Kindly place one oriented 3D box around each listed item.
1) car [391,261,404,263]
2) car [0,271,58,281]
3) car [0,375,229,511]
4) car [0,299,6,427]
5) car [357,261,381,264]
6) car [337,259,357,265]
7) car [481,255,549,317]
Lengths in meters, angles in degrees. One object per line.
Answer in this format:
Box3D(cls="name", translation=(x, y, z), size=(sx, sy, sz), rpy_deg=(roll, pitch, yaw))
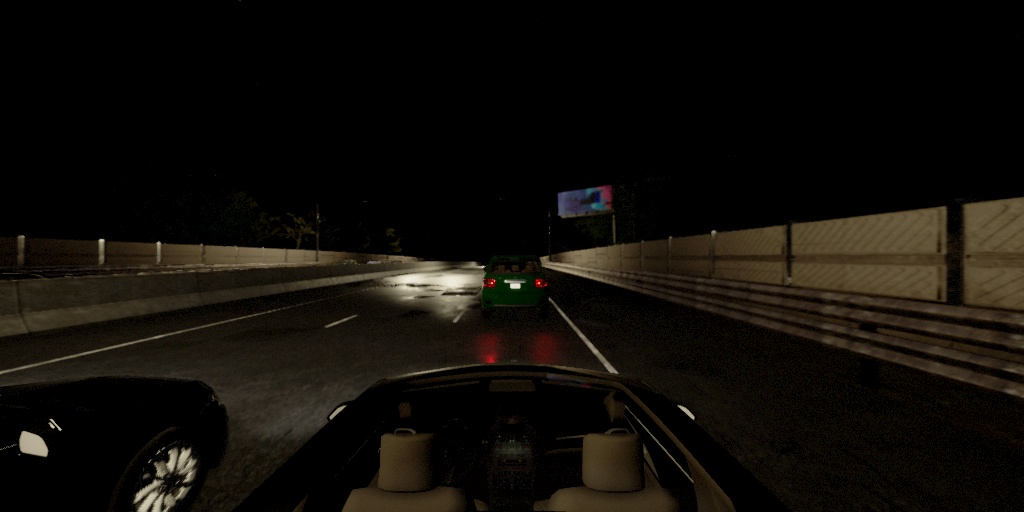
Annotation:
Box3D(cls="car", translation=(-17.562, 1.507, 54.495), size=(1.882, 1.535, 5.008), rpy_deg=(0, 0, 0))
Box3D(cls="car", translation=(-17.601, 1.263, 11.667), size=(1.837, 1.490, 4.892), rpy_deg=(0, 0, 0))
Box3D(cls="car", translation=(-3.400, 1.254, 1.138), size=(1.837, 1.490, 4.892), rpy_deg=(0, 0, 0))
Box3D(cls="car", translation=(-6.899, 1.255, 1.791), size=(1.837, 1.490, 4.892), rpy_deg=(0, 0, 0))
Box3D(cls="car", translation=(-21.060, 1.520, 54.513), size=(2.128, 1.511, 4.902), rpy_deg=(0, 0, 0))
Box3D(cls="car", translation=(-24.560, 1.374, 53.730), size=(2.097, 1.767, 4.553), rpy_deg=(0, -1, 0))
Box3D(cls="car", translation=(0.098, 0.984, 13.282), size=(2.150, 2.045, 5.566), rpy_deg=(0, 0, 0))
